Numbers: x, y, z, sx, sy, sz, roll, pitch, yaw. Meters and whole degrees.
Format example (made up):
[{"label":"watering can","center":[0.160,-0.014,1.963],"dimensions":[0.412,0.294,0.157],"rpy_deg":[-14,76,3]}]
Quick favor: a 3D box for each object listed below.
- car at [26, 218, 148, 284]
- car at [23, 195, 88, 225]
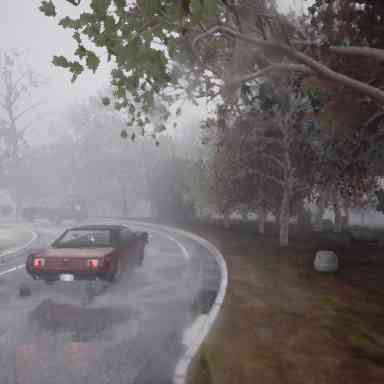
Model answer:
[{"label":"car","center":[-2.579,1.590,9.538],"dimensions":[1.895,1.301,4.718],"rpy_deg":[0,0,4]},{"label":"car","center":[-9.733,1.194,23.607],"dimensions":[5.566,2.045,2.150],"rpy_deg":[0,0,36]}]
